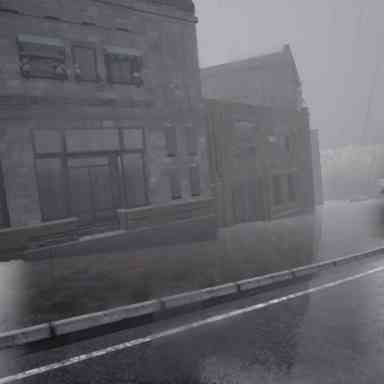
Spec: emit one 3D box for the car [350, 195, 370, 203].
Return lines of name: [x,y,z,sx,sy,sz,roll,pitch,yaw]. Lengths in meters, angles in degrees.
car: [31.548,1.267,62.675,1.994,1.385,4.181,-6,-2,-4]
